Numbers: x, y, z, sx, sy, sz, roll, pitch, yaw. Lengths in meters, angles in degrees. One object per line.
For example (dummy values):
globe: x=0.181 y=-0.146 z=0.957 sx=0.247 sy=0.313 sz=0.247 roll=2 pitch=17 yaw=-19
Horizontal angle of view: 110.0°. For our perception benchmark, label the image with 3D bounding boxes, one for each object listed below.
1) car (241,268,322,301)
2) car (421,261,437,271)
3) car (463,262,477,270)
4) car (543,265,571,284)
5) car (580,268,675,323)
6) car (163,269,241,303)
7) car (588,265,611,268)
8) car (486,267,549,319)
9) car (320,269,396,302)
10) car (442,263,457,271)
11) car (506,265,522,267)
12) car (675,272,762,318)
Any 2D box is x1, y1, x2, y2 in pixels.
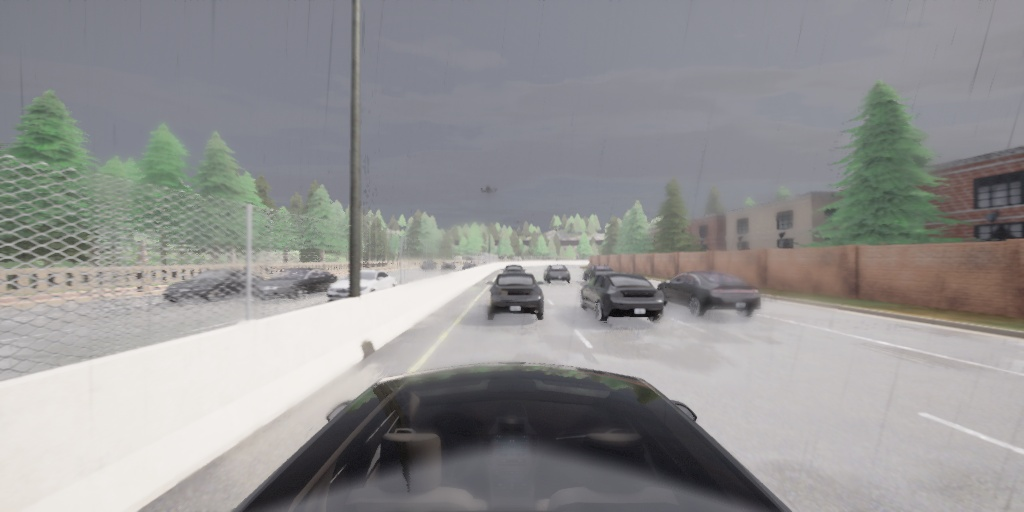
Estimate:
car: x=-10.569 y=1.354 z=18.019 sx=2.128 sy=1.511 sz=4.902 roll=0 pitch=0 yaw=0
car: x=-13.898 y=1.672 z=60.436 sx=1.837 sy=1.490 sz=4.892 roll=0 pitch=0 yaw=1
car: x=-6.924 y=1.727 z=59.267 sx=1.994 sy=1.385 sz=4.181 roll=0 pitch=0 yaw=1
car: x=3.651 y=1.447 z=29.714 sx=2.128 sy=1.511 sz=4.902 roll=0 pitch=0 yaw=0
car: x=3.617 y=1.335 z=12.540 sx=1.837 sy=1.490 sz=4.892 roll=0 pitch=0 yaw=0
car: x=-14.071 y=1.382 z=17.407 sx=1.812 sy=1.442 sz=4.674 roll=0 pitch=0 yaw=0
car: x=7.151 y=1.448 z=29.714 sx=2.128 sy=1.511 sz=4.902 roll=0 pitch=0 yaw=0
car: x=0.119 y=1.338 z=13.156 sx=1.837 sy=1.490 sz=4.892 roll=0 pitch=0 yaw=0
car: x=-7.071 y=1.386 z=17.435 sx=1.812 sy=1.442 sz=4.674 roll=0 pitch=0 yaw=0
car: x=-10.434 y=1.764 z=59.404 sx=1.895 sy=1.301 sz=4.718 roll=0 pitch=0 yaw=1
car: x=0.152 y=1.459 z=29.837 sx=1.837 sy=1.490 sz=4.892 roll=0 pitch=0 yaw=0
car: x=7.120 y=1.331 z=13.574 sx=2.128 sy=1.511 sz=4.902 roll=0 pitch=0 yaw=0
